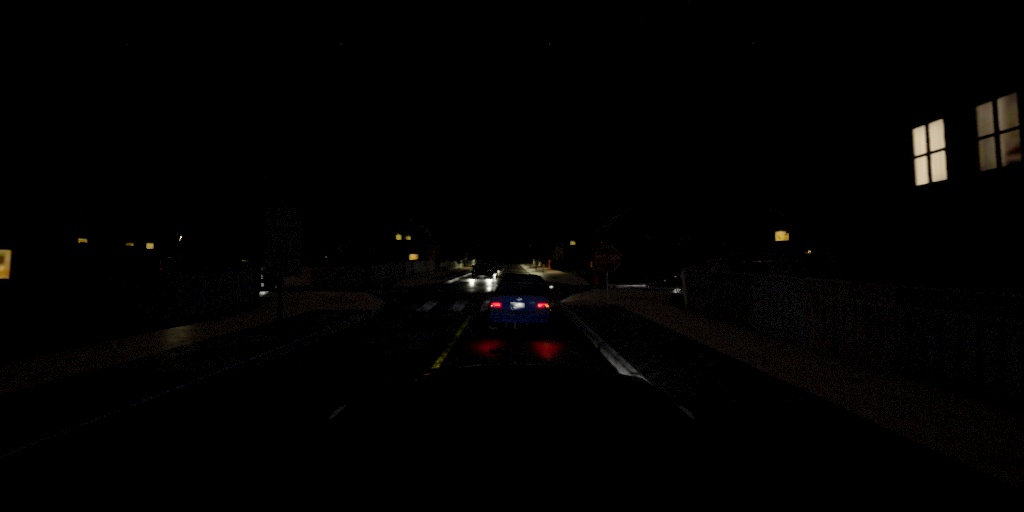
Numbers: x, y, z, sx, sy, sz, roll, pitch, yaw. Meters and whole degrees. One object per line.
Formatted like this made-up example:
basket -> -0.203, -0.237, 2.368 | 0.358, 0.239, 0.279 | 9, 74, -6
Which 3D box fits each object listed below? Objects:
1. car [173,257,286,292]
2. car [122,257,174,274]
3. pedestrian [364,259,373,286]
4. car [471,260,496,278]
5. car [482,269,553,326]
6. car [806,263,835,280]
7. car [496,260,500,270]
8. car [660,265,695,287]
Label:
car -> -14.491, 1.045, 18.843 | 4.553, 1.767, 2.097 | 0, -3, 2
car -> -23.005, 1.093, 22.263 | 5.566, 2.045, 2.150 | 0, -3, 5
pedestrian -> -9.813, 1.128, 24.521 | 0.375, 1.860, 0.375 | 0, -3, -1
car -> -2.840, 1.277, 35.150 | 1.882, 1.535, 5.008 | 0, 0, 0
car -> 0.362, 1.301, 11.625 | 2.033, 1.411, 5.357 | 0, 0, 4
car -> 23.948, 1.236, 27.260 | 5.008, 1.535, 1.882 | 0, -3, -18
car -> -2.830, 1.337, 45.485 | 1.837, 1.490, 4.892 | 0, 0, 0
car -> 12.375, 1.341, 24.213 | 4.674, 1.442, 1.812 | 0, -3, -12
